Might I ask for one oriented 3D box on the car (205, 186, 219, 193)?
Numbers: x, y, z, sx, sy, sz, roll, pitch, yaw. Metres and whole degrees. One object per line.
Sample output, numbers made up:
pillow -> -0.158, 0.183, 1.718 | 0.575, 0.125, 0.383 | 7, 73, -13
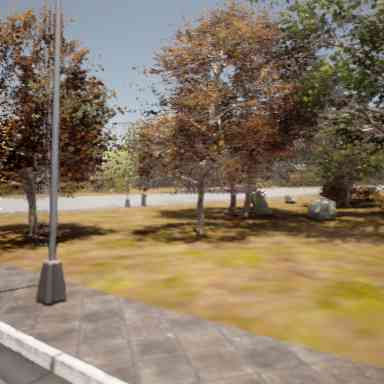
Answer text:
car -> 4.462, -0.510, 52.729 | 4.718, 1.301, 1.895 | -3, 3, -27

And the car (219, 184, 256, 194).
car -> 7.300, -0.493, 50.249 | 5.357, 1.411, 2.033 | -3, 3, -26
